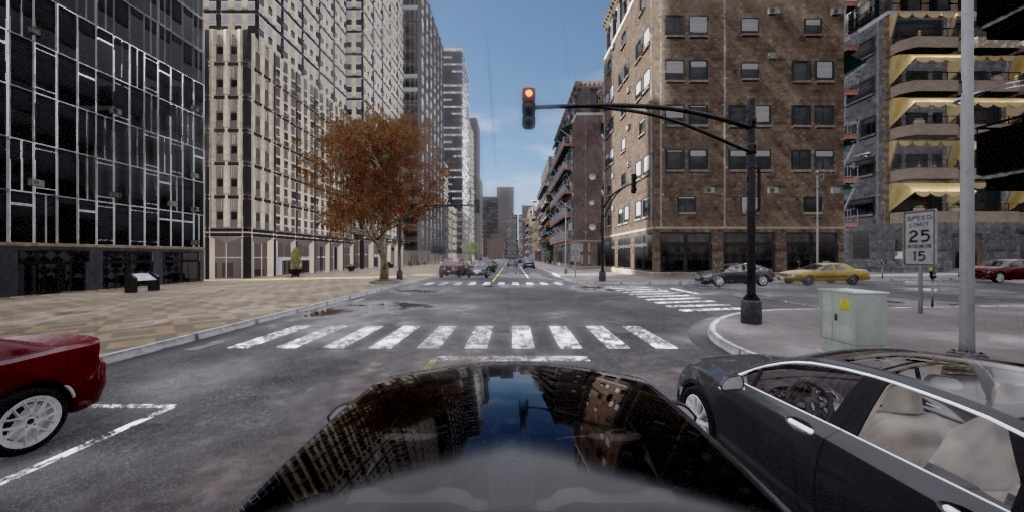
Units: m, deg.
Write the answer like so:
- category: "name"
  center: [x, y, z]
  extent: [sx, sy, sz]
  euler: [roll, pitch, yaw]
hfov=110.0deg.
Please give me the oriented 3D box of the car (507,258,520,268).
- category: "car"
  center: [0.098, 1.284, 64.100]
  extent: [2.128, 1.511, 4.902]
  euler: [0, 0, 0]

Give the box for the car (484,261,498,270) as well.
- category: "car"
  center: [-3.094, 1.382, 54.368]
  extent: [1.895, 1.301, 4.718]
  euler: [0, 0, 0]

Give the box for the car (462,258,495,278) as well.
- category: "car"
  center: [-3.103, 1.255, 34.209]
  extent: [2.128, 1.511, 4.902]
  euler: [0, 0, 0]

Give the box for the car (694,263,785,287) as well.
- category: "car"
  center: [13.434, 1.095, 21.749]
  extent: [4.403, 1.370, 2.007]
  euler: [0, 0, -1]

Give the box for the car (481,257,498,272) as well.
- category: "car"
  center: [-3.101, 1.124, 44.361]
  extent: [2.097, 1.767, 4.553]
  euler: [0, 0, 0]

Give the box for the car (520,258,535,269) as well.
- category: "car"
  center: [2.686, 1.349, 56.810]
  extent: [1.948, 1.339, 4.313]
  euler: [0, 0, 0]

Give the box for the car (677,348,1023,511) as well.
- category: "car"
  center: [2.689, 1.300, 2.332]
  extent: [2.007, 1.370, 4.403]
  euler: [0, 0, 0]

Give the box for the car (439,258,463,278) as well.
- category: "car"
  center: [-5.694, 1.079, 34.719]
  extent: [2.192, 1.841, 5.009]
  euler: [0, 0, 0]

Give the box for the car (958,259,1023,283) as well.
- category: "car"
  center: [30.135, 0.859, 21.919]
  extent: [4.507, 1.381, 1.888]
  euler: [0, 0, -1]

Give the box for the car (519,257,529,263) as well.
- category: "car"
  center: [2.685, 1.315, 62.503]
  extent: [1.751, 1.417, 4.829]
  euler: [0, 0, 0]

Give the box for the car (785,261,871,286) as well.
- category: "car"
  center: [18.831, 0.993, 21.804]
  extent: [4.829, 1.417, 1.751]
  euler: [0, 0, -1]

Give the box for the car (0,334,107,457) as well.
- category: "car"
  center: [-5.691, 1.295, 2.331]
  extent: [1.888, 1.381, 4.507]
  euler: [0, 0, 0]
